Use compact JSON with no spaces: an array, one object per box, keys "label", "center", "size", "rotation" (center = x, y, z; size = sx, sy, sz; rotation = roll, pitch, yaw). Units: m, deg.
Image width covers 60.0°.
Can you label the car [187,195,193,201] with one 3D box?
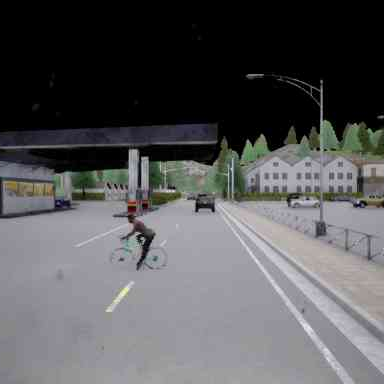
[{"label":"car","center":[-0.264,1.540,86.952],"size":[2.033,1.411,5.357],"rotation":[0,0,2]}]

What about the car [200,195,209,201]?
[{"label":"car","center":[3.238,1.525,86.959],"size":[2.128,1.511,4.902],"rotation":[0,0,2]}]

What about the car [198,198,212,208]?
[{"label":"car","center":[1.889,1.564,48.756],"size":[1.994,1.385,4.181],"rotation":[0,0,2]}]

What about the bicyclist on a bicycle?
[{"label":"bicyclist on a bicycle","center":[-1.550,1.453,9.518],"size":[1.656,1.620,0.582],"rotation":[-2,0,2]}]

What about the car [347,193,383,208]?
[{"label":"car","center":[22.721,1.097,42.155],"size":[4.605,1.855,1.932],"rotation":[0,0,2]}]

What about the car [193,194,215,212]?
[{"label":"car","center":[1.493,1.221,38.164],"size":[2.150,2.045,5.566],"rotation":[0,0,2]}]

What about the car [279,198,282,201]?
[{"label":"car","center":[20.054,1.361,68.154],"size":[4.181,1.385,1.994],"rotation":[0,0,2]}]

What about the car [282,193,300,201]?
[{"label":"car","center":[14.962,1.077,45.691],"size":[3.866,1.878,1.905],"rotation":[0,0,2]}]

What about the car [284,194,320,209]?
[{"label":"car","center":[14.245,1.361,42.387],"size":[3.806,1.475,1.970],"rotation":[0,0,2]}]

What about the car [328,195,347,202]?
[{"label":"car","center":[30.697,1.348,67.786],"size":[5.357,1.411,2.033],"rotation":[0,0,2]}]

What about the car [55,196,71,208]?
[{"label":"car","center":[-19.004,1.480,47.321],"size":[2.242,1.667,4.611],"rotation":[0,0,2]}]
